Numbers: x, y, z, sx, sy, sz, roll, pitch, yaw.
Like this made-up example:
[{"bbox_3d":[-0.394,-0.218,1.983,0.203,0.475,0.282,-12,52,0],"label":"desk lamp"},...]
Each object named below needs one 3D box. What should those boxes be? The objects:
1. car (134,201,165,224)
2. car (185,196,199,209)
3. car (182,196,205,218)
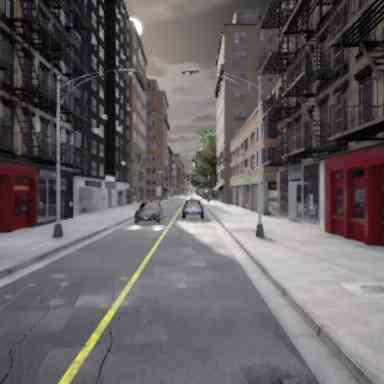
[{"bbox_3d":[-3.093,1.484,24.635,1.837,1.490,4.892,0,0,0],"label":"car"},{"bbox_3d":[0.029,1.415,46.822,1.801,1.575,5.366,0,0,1],"label":"car"},{"bbox_3d":[0.102,1.407,29.793,2.033,1.649,4.856,0,1,0],"label":"car"}]
